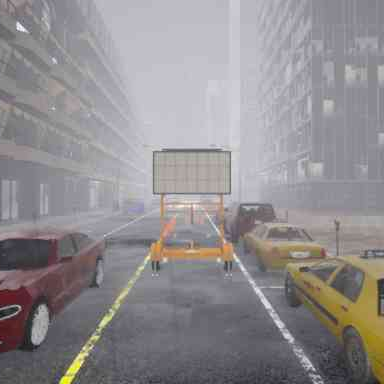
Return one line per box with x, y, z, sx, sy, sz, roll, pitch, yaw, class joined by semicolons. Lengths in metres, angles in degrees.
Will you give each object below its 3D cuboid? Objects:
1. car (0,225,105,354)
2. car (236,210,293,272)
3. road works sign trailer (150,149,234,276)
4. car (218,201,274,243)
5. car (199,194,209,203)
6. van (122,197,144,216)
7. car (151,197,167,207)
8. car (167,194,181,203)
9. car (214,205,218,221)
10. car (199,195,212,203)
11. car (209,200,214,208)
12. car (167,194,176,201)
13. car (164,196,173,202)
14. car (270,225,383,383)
-3.104;1.481;6.392;1.882;1.535;5.008;0;0;0;car
2.702;1.532;10.621;1.752;1.417;4.829;1;0;0;car
0.000;0.471;10.325;2.380;3.560;2.880;0;0;0;road works sign trailer
2.705;1.326;15.973;2.192;1.841;5.009;1;0;0;car
2.698;1.473;76.726;2.192;1.841;5.009;1;0;0;car
-5.677;1.374;32.542;1.690;1.788;3.998;1;0;0;van
-5.683;1.666;54.633;1.802;1.307;4.206;1;0;0;car
-3.004;1.577;59.535;1.882;1.535;5.008;0;0;0;car
2.701;1.583;21.495;1.947;1.339;4.313;1;0;0;car
2.697;1.668;60.155;1.947;1.339;4.313;1;0;0;car
2.700;1.569;27.019;1.887;1.381;4.507;1;0;0;car
-5.683;1.545;93.294;2.192;1.841;5.009;1;0;0;car
-5.685;1.725;82.247;1.887;1.381;4.507;1;0;0;car
2.702;1.528;5.098;1.752;1.417;4.829;1;0;0;car
